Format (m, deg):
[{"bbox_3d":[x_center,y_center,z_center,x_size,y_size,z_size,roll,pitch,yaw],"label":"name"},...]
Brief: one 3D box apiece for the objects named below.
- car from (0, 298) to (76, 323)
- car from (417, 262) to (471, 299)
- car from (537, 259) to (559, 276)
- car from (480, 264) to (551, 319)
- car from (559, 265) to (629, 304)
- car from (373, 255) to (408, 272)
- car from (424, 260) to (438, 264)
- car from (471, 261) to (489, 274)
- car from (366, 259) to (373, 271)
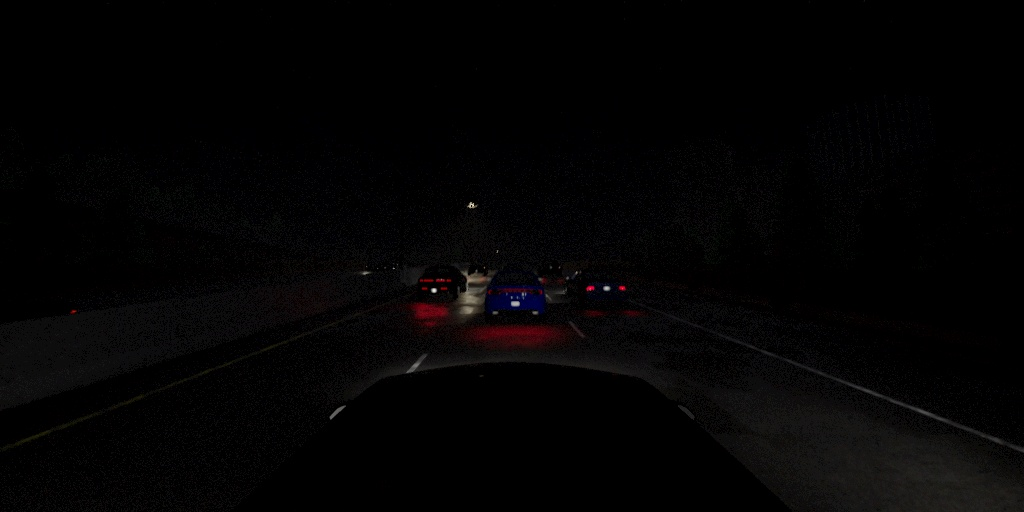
[{"bbox_3d":[-10.600,1.293,5.642,2.033,1.411,5.357,0,0,0],"label":"car"},{"bbox_3d":[-3.400,1.241,18.066,1.837,1.490,4.892,0,0,0],"label":"car"},{"bbox_3d":[3.600,1.074,35.175,2.097,1.767,4.553,0,0,0],"label":"car"},{"bbox_3d":[0.100,1.218,12.813,1.882,1.535,5.008,0,0,0],"label":"car"},{"bbox_3d":[3.600,1.285,16.123,2.033,1.411,5.357,0,0,0],"label":"car"},{"bbox_3d":[-14.092,0.938,42.547,2.150,2.045,5.566,0,0,0],"label":"car"},{"bbox_3d":[-10.577,1.289,47.655,1.812,1.442,4.674,0,-1,0],"label":"car"},{"bbox_3d":[-3.414,1.246,36.731,1.812,1.442,4.674,0,0,0],"label":"car"},{"bbox_3d":[-17.569,0.997,48.153,2.150,2.045,5.566,0,-1,0],"label":"car"}]
